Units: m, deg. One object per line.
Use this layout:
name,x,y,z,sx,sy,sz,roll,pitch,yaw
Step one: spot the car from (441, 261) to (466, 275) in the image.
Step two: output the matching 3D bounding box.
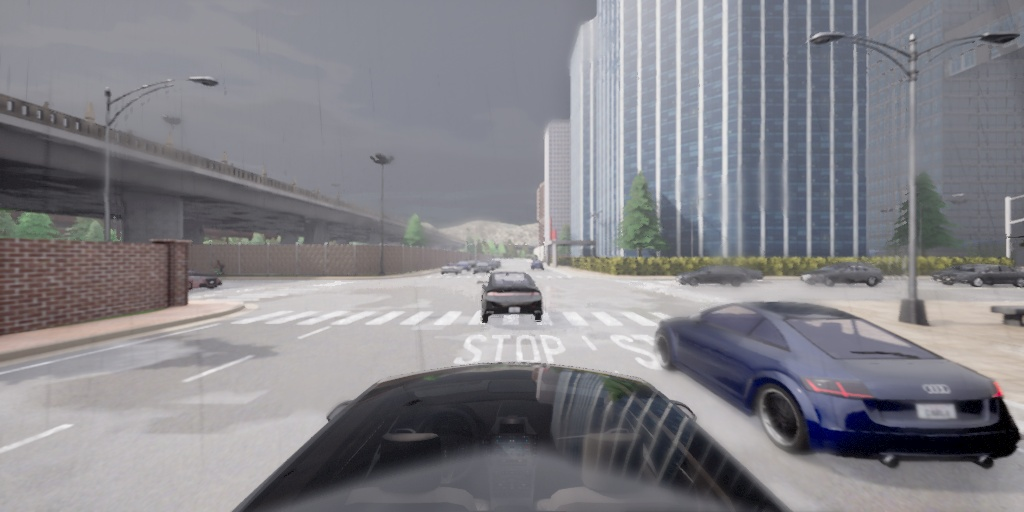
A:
car,-6.847,1.455,41.048,1.895,1.301,4.718,0,0,0

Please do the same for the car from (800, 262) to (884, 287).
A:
car,23.138,1.371,25.242,4.902,1.511,2.128,0,0,0

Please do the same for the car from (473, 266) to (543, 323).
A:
car,-0.157,1.272,12.317,2.128,1.511,4.902,0,0,-5

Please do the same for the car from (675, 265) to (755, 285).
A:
car,14.011,1.401,25.301,4.674,1.442,1.812,0,0,1

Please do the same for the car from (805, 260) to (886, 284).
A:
car,26.603,1.243,28.709,4.553,1.767,2.097,0,0,0

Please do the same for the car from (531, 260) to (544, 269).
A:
car,3.964,1.427,56.852,1.812,1.442,4.674,0,0,1

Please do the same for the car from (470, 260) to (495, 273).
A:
car,-3.343,1.382,41.376,1.812,1.442,4.674,0,0,0

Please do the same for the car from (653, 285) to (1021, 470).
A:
car,3.665,1.325,5.120,1.994,1.385,4.181,0,0,-1

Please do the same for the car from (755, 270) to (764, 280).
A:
car,17.111,1.434,28.790,5.357,1.411,2.033,0,0,0

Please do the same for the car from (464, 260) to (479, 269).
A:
car,-6.686,1.383,59.992,1.882,1.535,5.008,0,0,1

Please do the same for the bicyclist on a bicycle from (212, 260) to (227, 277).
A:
bicyclist on a bicycle,-26.856,1.179,32.922,0.582,1.620,1.656,0,0,0

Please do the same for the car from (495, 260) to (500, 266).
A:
car,-3.280,1.430,50.967,2.033,1.411,5.357,0,0,1

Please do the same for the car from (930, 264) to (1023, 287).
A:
car,33.029,1.388,25.145,4.892,1.490,1.837,0,0,1

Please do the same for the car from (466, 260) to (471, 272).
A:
car,-6.782,1.404,50.209,1.812,1.442,4.674,0,0,1

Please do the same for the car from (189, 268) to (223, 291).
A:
car,-20.288,1.415,21.885,4.181,1.385,1.994,0,0,0

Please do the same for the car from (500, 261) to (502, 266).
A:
car,-3.176,1.400,60.762,2.128,1.511,4.902,0,0,1

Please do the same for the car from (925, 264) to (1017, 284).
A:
car,36.505,1.399,28.605,4.892,1.490,1.837,0,0,1
